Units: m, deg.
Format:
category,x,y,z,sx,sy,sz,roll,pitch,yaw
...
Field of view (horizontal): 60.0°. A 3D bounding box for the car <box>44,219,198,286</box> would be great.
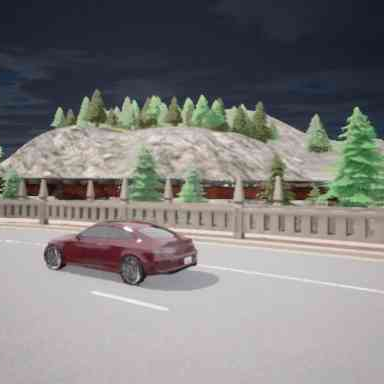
category,x,y,z,sx,sy,sz,roll,pitch,yaw
car,-2.064,1.478,9.217,4.674,1.442,1.812,0,0,31
